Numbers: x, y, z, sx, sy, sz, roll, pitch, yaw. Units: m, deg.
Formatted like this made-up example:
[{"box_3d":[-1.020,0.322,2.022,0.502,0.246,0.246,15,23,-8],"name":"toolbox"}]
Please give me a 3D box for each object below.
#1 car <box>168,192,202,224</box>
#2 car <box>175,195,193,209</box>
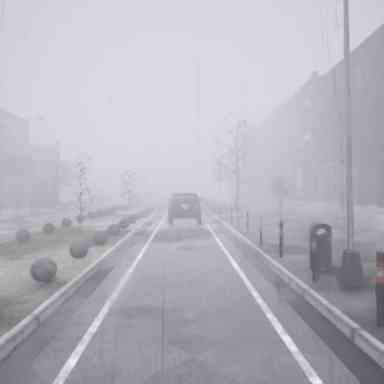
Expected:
[{"box_3d":[-0.502,1.047,23.157,2.150,2.045,5.566,0,0,-2],"name":"car"},{"box_3d":[-1.022,1.182,41.923,2.128,1.511,4.902,0,0,-2],"name":"car"}]
